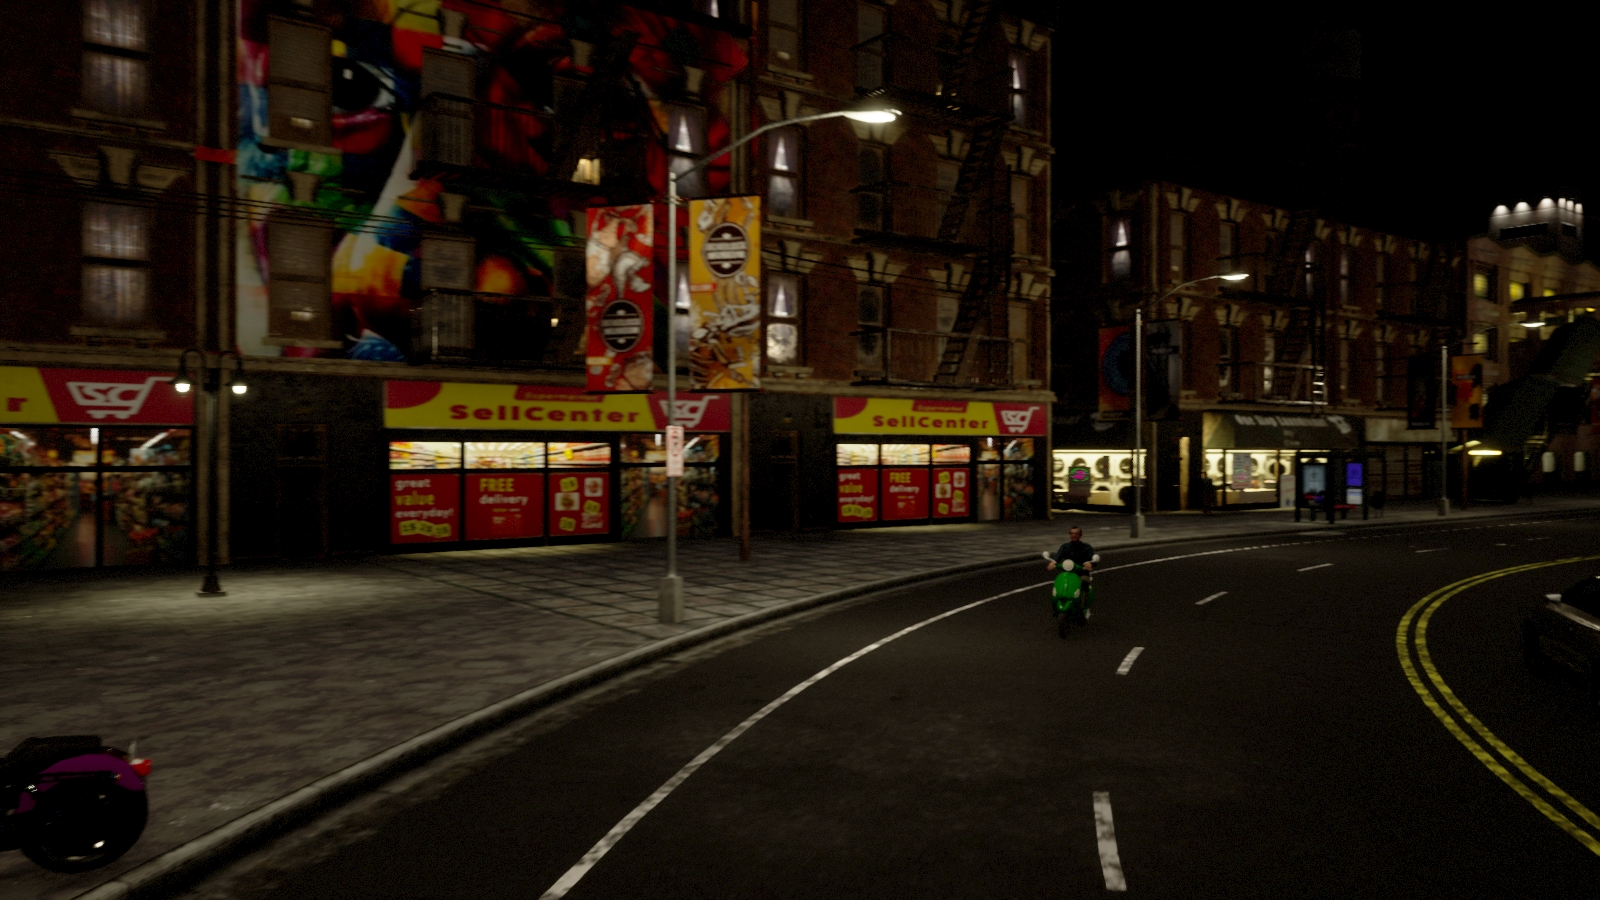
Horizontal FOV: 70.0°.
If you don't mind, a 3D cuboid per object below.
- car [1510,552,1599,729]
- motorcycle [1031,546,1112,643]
[{"bbox_3d":[9.472,2.077,12.731,1.816,1.474,4.193,0,0,20],"label":"car"},{"bbox_3d":[4.214,2.187,17.639,0.856,1.236,1.805,1,0,25],"label":"motorcycle"}]
